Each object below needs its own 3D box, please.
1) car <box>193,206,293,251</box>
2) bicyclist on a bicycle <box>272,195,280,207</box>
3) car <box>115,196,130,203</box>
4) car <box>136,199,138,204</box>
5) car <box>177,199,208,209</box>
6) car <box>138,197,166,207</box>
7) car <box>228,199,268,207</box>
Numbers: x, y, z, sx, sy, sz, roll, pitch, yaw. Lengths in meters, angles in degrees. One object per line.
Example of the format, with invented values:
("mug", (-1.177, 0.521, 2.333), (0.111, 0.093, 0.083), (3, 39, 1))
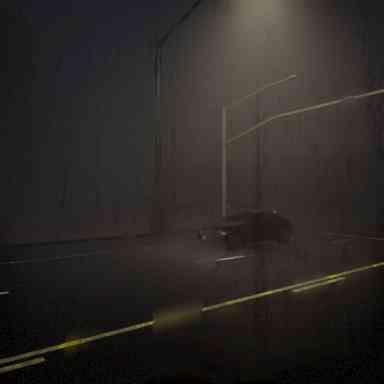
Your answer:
("car", (2.403, 1.523, 14.277), (4.674, 1.442, 1.812), (0, 0, -35))
("bicyclist on a bicycle", (11.471, 1.295, 45.507), (1.656, 1.620, 0.582), (0, 0, -36))
("car", (-14.451, 1.462, 69.080), (1.812, 1.442, 4.674), (0, 0, -36))
("car", (-8.638, 1.557, 61.031), (1.994, 1.385, 4.181), (0, 0, -35))
("car", (0.045, 1.595, 42.607), (1.895, 1.301, 4.718), (0, 0, -36))
("car", (-5.821, 1.472, 50.833), (1.882, 1.535, 5.008), (0, 0, -35))
("car", (5.830, 1.486, 34.508), (2.128, 1.511, 4.902), (0, 0, -36))
